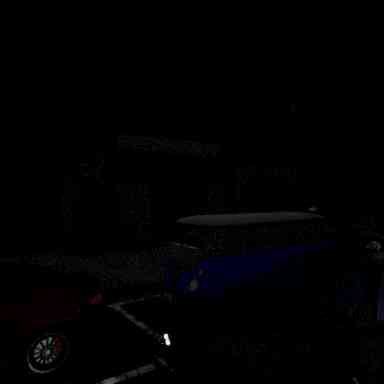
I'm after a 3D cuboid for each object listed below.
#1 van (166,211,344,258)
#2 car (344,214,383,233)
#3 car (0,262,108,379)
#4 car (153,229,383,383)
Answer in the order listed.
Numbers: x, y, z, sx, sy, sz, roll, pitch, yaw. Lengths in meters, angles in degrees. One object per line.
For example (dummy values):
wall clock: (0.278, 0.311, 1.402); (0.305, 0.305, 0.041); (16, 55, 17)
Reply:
van: (1.283, 1.341, 7.100); (3.998, 1.788, 1.690); (0, 0, -35)
car: (5.692, 1.440, 10.240); (4.097, 1.590, 1.967); (0, 0, -35)
car: (-3.126, 1.582, 3.960); (4.206, 1.307, 1.802); (0, 0, -35)
car: (2.184, 1.547, 4.626); (5.357, 1.411, 2.033); (0, 0, -35)
